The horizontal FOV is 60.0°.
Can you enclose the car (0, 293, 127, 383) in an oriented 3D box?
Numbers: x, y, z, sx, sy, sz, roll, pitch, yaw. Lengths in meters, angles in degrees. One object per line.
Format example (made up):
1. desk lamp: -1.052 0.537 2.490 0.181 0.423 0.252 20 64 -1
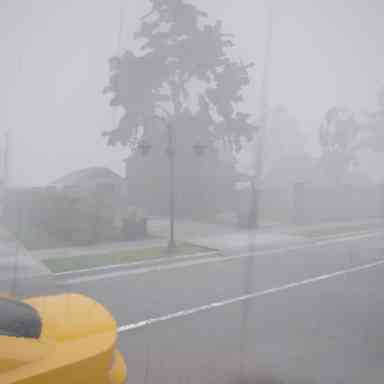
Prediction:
1. car: -2.879 1.477 1.940 5.008 1.535 1.882 0 0 -35
